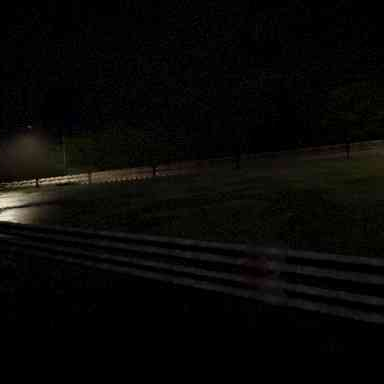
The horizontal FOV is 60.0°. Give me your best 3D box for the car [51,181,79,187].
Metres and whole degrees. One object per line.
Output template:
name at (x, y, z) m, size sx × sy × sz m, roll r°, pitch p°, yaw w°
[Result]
car at (-20.652, -1.114, 53.907) m, size 4.718 × 1.301 × 1.895 m, roll -4°, pitch -2°, yaw 26°
